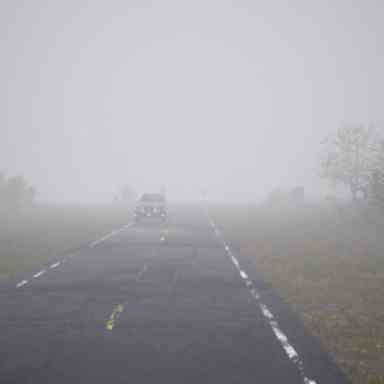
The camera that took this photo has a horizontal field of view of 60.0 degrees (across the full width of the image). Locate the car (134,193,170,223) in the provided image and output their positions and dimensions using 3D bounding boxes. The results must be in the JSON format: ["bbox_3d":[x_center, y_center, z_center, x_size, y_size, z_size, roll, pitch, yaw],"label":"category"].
[{"bbox_3d":[-2.842,1.112,24.626,2.150,2.045,5.566,0,0,0],"label":"car"}]
